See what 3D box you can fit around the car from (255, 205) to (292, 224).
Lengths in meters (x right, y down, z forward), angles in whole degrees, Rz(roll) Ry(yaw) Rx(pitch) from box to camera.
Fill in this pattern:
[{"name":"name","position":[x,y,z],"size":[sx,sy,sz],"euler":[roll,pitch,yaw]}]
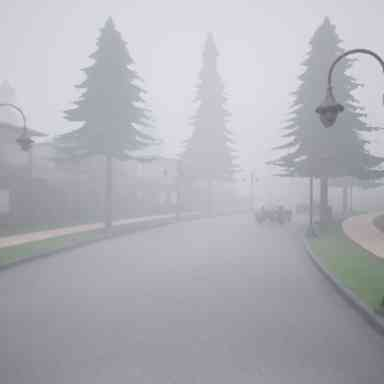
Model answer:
[{"name":"car","position":[6.374,1.680,25.525],"size":[1.895,1.301,4.718],"euler":[0,0,27]}]

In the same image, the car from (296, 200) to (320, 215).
[{"name":"car","position":[12.828,1.617,35.819],"size":[1.882,1.535,5.008],"euler":[0,0,38]}]
